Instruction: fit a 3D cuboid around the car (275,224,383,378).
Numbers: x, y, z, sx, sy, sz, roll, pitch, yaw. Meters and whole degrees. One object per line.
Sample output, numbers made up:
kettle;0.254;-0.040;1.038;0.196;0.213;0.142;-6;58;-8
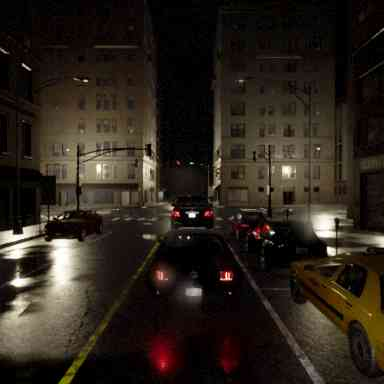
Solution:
car;2.866;1.524;5.316;1.752;1.417;4.829;-1;0;0

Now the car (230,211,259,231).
car;2.877;1.577;16.318;1.802;1.307;4.206;-1;0;0

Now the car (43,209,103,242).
car;-5.668;1.539;16.323;1.887;1.381;4.507;-1;0;0

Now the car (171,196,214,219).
car;0.010;1.215;18.480;2.150;2.045;5.566;0;0;0

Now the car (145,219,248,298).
car;0.050;1.598;8.488;1.895;1.301;4.718;0;0;0

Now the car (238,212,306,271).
car;2.872;1.563;10.732;1.947;1.339;4.313;-1;0;0
